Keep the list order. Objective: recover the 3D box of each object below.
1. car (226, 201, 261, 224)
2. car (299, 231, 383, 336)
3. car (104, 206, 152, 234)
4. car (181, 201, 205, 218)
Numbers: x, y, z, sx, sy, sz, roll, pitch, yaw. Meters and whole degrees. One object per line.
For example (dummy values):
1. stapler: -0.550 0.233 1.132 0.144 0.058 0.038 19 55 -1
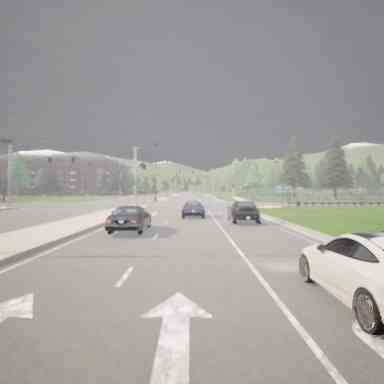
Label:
1. car: 3.606 1.396 23.662 1.837 1.490 4.892 0 0 0
2. car: 3.600 1.495 6.478 1.812 1.442 4.674 0 0 0
3. car: -3.396 1.463 18.468 2.033 1.411 5.357 0 0 0
4. car: 0.107 1.435 28.112 1.994 1.385 4.181 0 0 0
